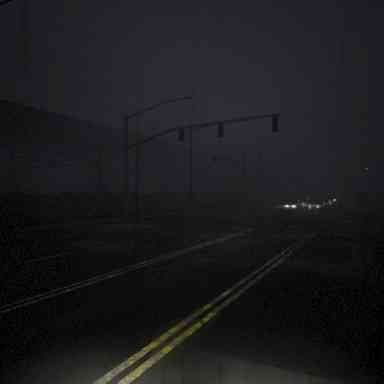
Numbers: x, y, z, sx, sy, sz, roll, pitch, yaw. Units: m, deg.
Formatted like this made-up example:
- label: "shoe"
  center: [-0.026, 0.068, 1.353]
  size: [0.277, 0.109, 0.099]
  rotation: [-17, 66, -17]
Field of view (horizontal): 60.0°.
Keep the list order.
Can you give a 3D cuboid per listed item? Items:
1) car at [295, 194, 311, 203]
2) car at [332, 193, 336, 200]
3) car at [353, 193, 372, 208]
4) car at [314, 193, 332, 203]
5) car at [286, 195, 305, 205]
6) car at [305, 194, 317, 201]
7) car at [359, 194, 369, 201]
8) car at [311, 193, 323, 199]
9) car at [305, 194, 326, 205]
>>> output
- label: "car"
  center: [21.982, 1.257, 65.678]
  size: [2.128, 1.511, 4.902]
  rotation: [0, 1, 28]
- label: "car"
  center: [29.775, 1.206, 72.878]
  size: [1.895, 1.301, 4.718]
  rotation: [0, 1, 28]
- label: "car"
  center: [24.337, 1.149, 47.512]
  size: [2.150, 2.045, 5.566]
  rotation: [0, 0, 28]
- label: "car"
  center: [25.278, 1.305, 64.421]
  size: [2.033, 1.411, 5.357]
  rotation: [0, 1, 28]
- label: "car"
  center: [17.543, 1.369, 57.374]
  size: [2.128, 1.511, 4.902]
  rotation: [0, 1, 28]
- label: "car"
  center: [26.550, 1.168, 74.269]
  size: [1.994, 1.385, 4.181]
  rotation: [0, 1, 28]
- label: "car"
  center: [36.521, 1.114, 70.656]
  size: [1.812, 1.442, 4.674]
  rotation: [0, 1, 28]
- label: "car"
  center: [31.533, 0.948, 83.645]
  size: [2.033, 1.411, 5.357]
  rotation: [0, 1, 28]
- label: "car"
  center: [20.926, 1.431, 56.281]
  size: [1.994, 1.385, 4.181]
  rotation: [0, 1, 29]
